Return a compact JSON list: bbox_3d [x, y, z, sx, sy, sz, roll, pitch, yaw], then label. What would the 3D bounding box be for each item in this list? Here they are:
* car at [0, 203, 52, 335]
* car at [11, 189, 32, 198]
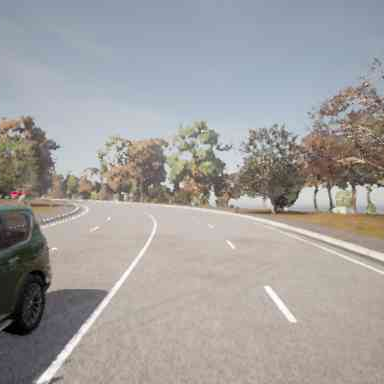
[{"bbox_3d":[-3.582,1.207,3.744,2.150,2.045,5.566,0,0,0],"label":"car"},{"bbox_3d":[-39.625,0.341,76.637,5.566,2.045,2.150,2,-2,15],"label":"car"}]
